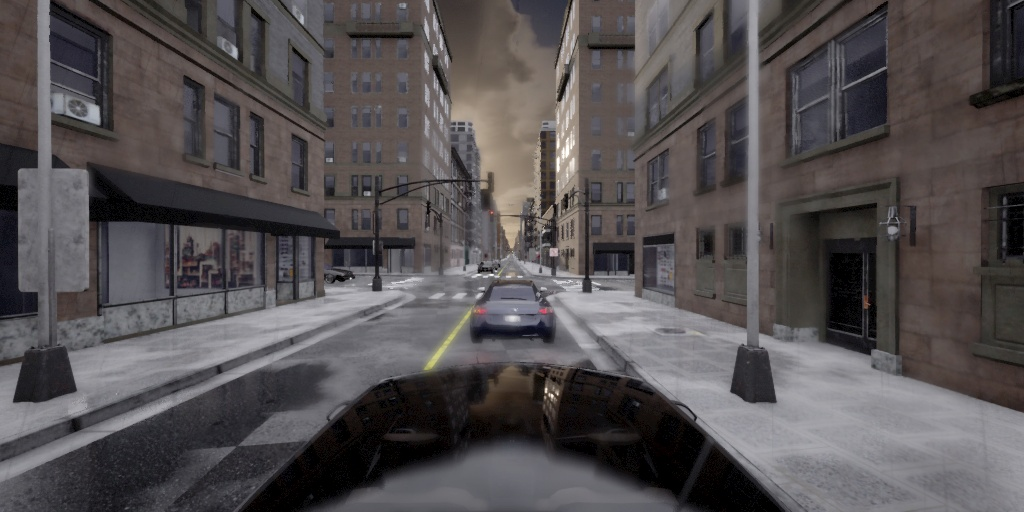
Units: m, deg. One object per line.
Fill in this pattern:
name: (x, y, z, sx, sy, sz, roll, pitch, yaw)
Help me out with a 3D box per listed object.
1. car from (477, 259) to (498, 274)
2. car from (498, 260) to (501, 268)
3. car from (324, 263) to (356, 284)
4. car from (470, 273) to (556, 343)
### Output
car: (-3.063, 1.309, 43.112, 1.837, 1.490, 4.892, 0, 0, 0)
car: (-3.053, 1.372, 53.397, 2.033, 1.411, 5.357, 0, 0, 0)
car: (-13.856, 1.138, 24.947, 5.357, 1.411, 2.033, 1, 0, 1)
car: (0.017, 1.315, 9.668, 1.994, 1.385, 4.181, 0, 0, 0)
